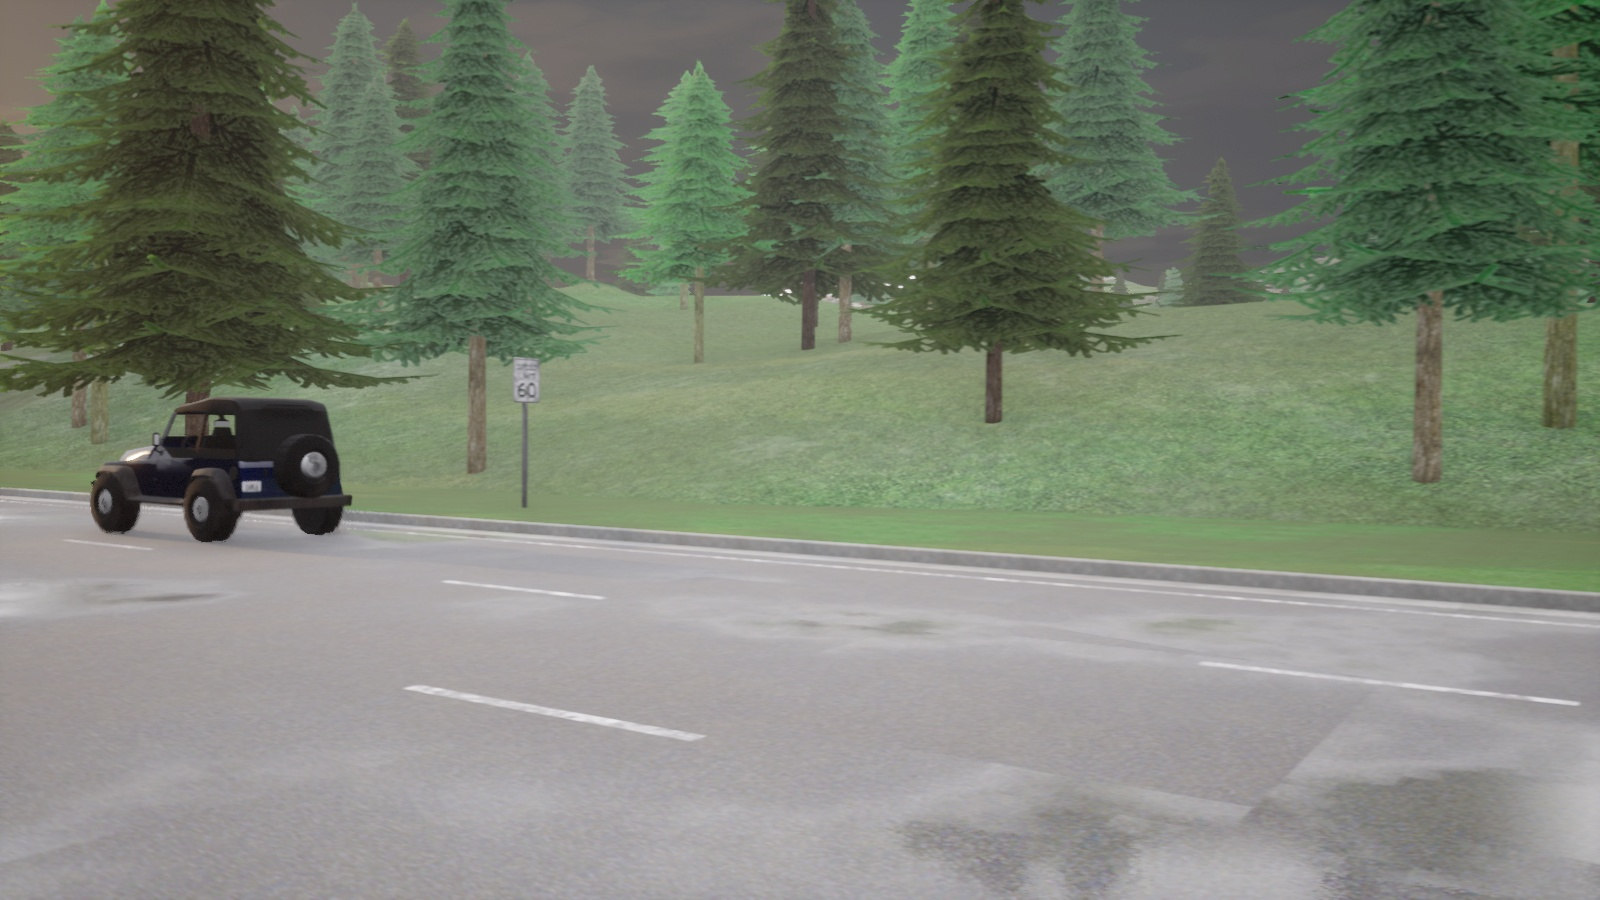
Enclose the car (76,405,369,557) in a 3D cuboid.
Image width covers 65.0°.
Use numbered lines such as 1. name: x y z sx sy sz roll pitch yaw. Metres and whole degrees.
1. car: -8.012 0.363 17.351 3.866 1.878 1.905 0 1 34
